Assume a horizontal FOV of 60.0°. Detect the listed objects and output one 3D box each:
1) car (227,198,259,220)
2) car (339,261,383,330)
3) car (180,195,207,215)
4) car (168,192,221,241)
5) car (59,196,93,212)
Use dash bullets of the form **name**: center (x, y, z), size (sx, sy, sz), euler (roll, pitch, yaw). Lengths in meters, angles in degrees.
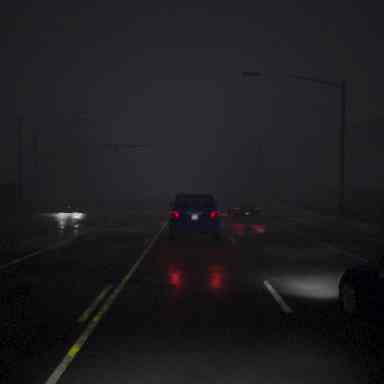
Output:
- **car**: center (3.599, 1.178, 23.919), size (1.812, 1.442, 4.674), euler (0, 1, 0)
- **car**: center (3.599, 1.479, 4.168), size (1.812, 1.442, 4.674), euler (0, 1, 0)
- **car**: center (0.107, 1.043, 29.059), size (2.128, 1.511, 4.902), euler (0, 1, 0)
- **car**: center (0.099, 1.023, 15.569), size (2.150, 2.045, 5.566), euler (0, 1, 0)
- **car**: center (-10.535, 1.089, 30.502), size (1.994, 1.385, 4.181), euler (0, 1, 0)
